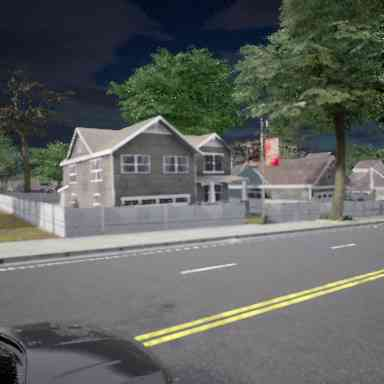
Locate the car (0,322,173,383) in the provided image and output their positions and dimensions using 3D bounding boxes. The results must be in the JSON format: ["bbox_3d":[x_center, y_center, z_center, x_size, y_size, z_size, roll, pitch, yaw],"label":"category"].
[{"bbox_3d":[-2.336,1.501,1.772,4.892,1.490,1.837,0,0,-35],"label":"car"}]
